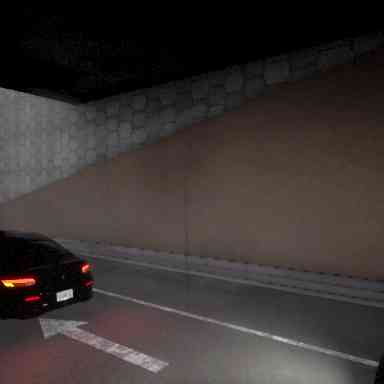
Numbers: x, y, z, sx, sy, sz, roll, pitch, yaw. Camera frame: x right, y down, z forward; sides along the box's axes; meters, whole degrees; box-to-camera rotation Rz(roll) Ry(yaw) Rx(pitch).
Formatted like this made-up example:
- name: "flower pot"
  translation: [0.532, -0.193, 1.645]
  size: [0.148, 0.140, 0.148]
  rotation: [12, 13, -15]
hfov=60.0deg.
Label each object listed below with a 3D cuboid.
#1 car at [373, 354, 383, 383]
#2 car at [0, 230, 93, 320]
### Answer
- name: "car"
  translation: [3.487, 1.505, 1.427]
  size: [4.892, 1.490, 1.837]
  rotation: [0, 0, 36]
- name: "car"
  translation: [-3.955, 1.526, 6.793]
  size: [4.674, 1.442, 1.812]
  rotation: [0, 0, 36]
